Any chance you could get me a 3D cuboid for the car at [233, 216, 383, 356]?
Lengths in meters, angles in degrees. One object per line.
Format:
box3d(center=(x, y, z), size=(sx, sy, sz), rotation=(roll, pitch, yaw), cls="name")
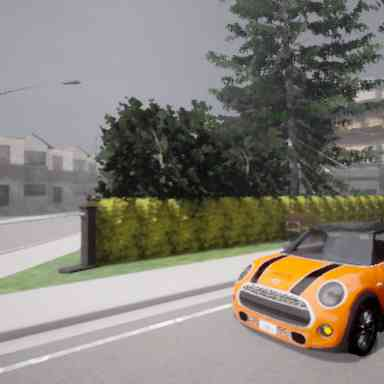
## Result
box3d(center=(2.891, 1.390, 6.259), size=(4.553, 1.767, 2.097), rotation=(0, -1, -37), cls="car")
